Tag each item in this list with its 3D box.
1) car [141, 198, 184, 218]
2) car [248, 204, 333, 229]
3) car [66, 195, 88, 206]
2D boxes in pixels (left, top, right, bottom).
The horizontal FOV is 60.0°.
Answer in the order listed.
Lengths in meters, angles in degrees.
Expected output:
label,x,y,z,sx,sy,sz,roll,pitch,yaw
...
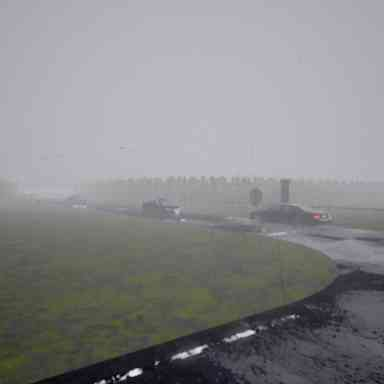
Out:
label,x,y,z,sx,sy,sz,roll,pitch,yaw
car,-2.538,1.307,27.853,2.128,1.511,4.902,0,1,-35
car,6.067,1.435,21.067,2.033,1.411,5.357,0,1,-37
car,-16.742,1.171,48.031,2.033,1.411,5.357,0,1,-35
